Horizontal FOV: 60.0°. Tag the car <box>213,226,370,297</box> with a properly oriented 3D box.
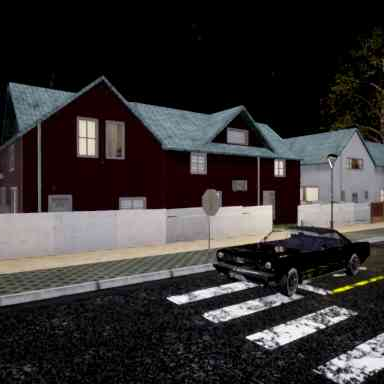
[{"bbox_3d":[2.803,1.630,8.867,4.718,1.301,1.895,0,0,-39],"label":"car"}]
